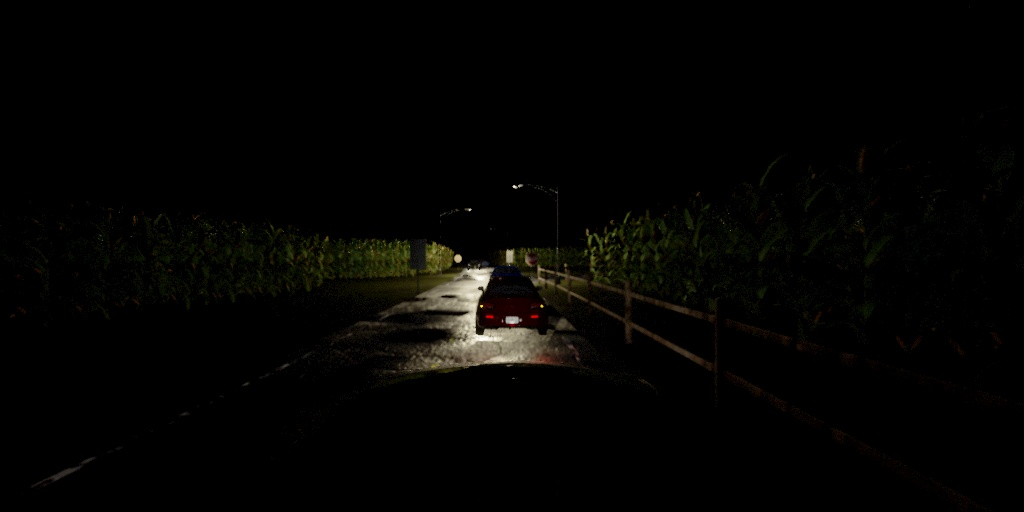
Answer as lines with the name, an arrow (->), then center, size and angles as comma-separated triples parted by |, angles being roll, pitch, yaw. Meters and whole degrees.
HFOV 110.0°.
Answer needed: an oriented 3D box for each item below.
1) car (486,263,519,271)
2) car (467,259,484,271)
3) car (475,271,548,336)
car -> -0.337, 1.323, 21.058 | 1.882, 1.535, 5.008 | 0, 0, -1
car -> -6.031, 1.405, 57.261 | 2.097, 1.767, 4.553 | 0, 0, -6
car -> -0.045, 1.317, 10.487 | 1.812, 1.442, 4.674 | 0, 0, -1
